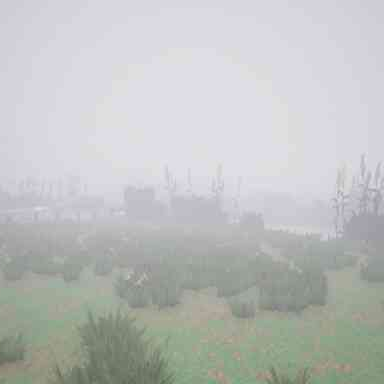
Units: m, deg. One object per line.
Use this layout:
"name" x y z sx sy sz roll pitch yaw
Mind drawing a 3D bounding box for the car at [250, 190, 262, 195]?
"car" 10.346 0.765 47.434 2.150 2.045 5.566 0 -2 44

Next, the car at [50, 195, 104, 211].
"car" -10.355 1.107 30.306 1.837 1.490 4.892 0 3 41
